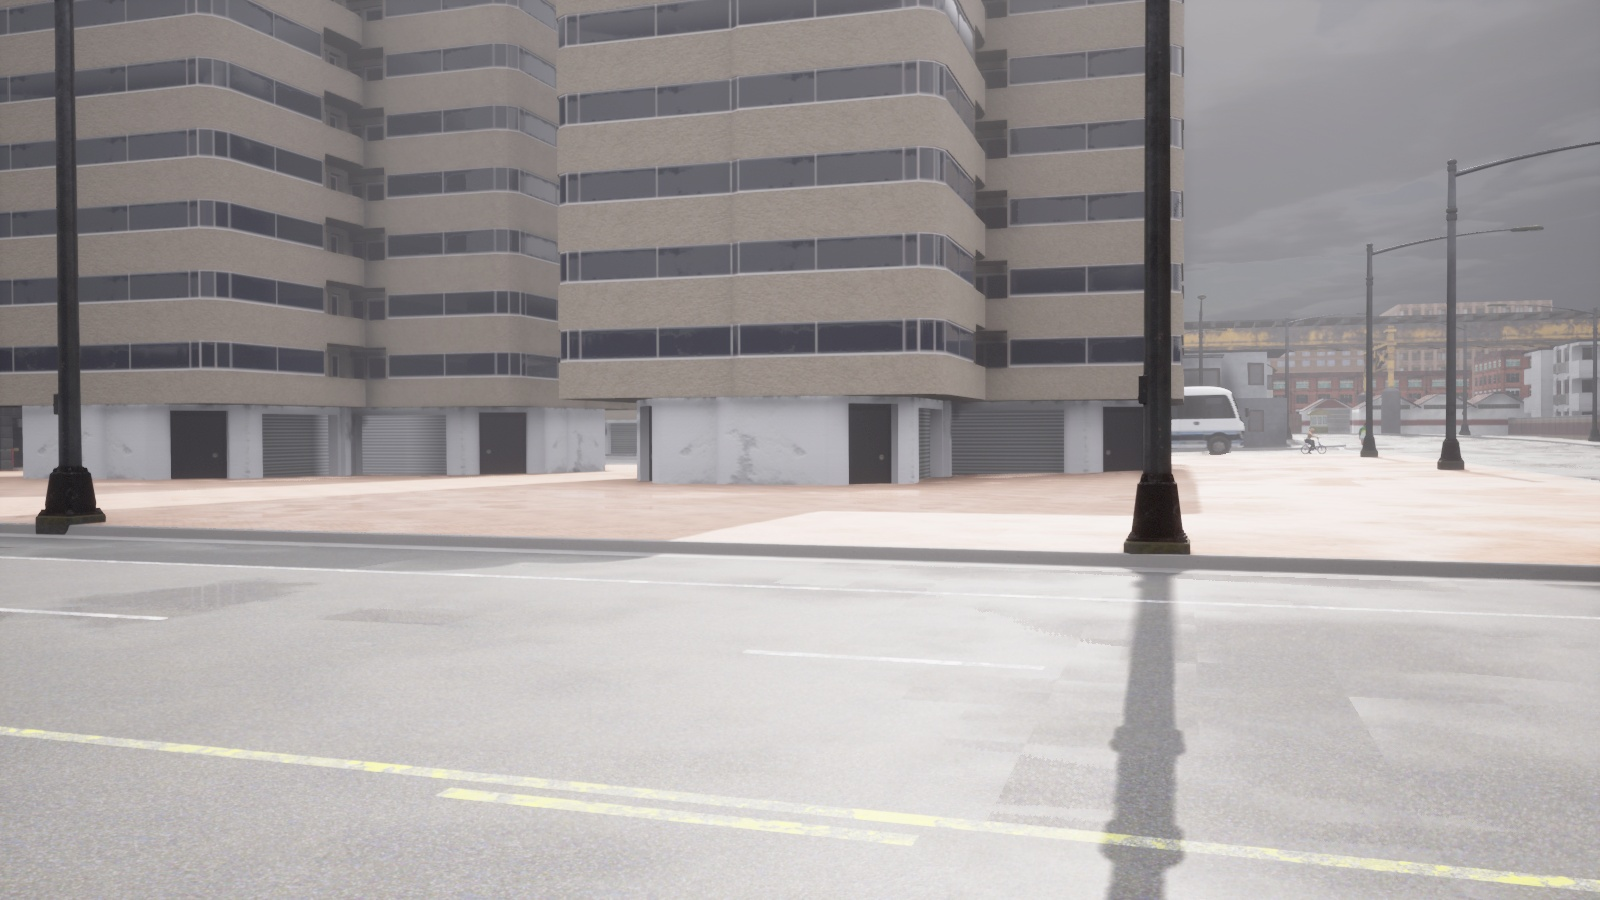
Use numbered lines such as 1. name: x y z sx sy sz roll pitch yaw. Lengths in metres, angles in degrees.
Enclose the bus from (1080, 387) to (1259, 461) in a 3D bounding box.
1. bus: 22.558 -1.540 76.917 10.273 4.253 3.944 0 1 17
